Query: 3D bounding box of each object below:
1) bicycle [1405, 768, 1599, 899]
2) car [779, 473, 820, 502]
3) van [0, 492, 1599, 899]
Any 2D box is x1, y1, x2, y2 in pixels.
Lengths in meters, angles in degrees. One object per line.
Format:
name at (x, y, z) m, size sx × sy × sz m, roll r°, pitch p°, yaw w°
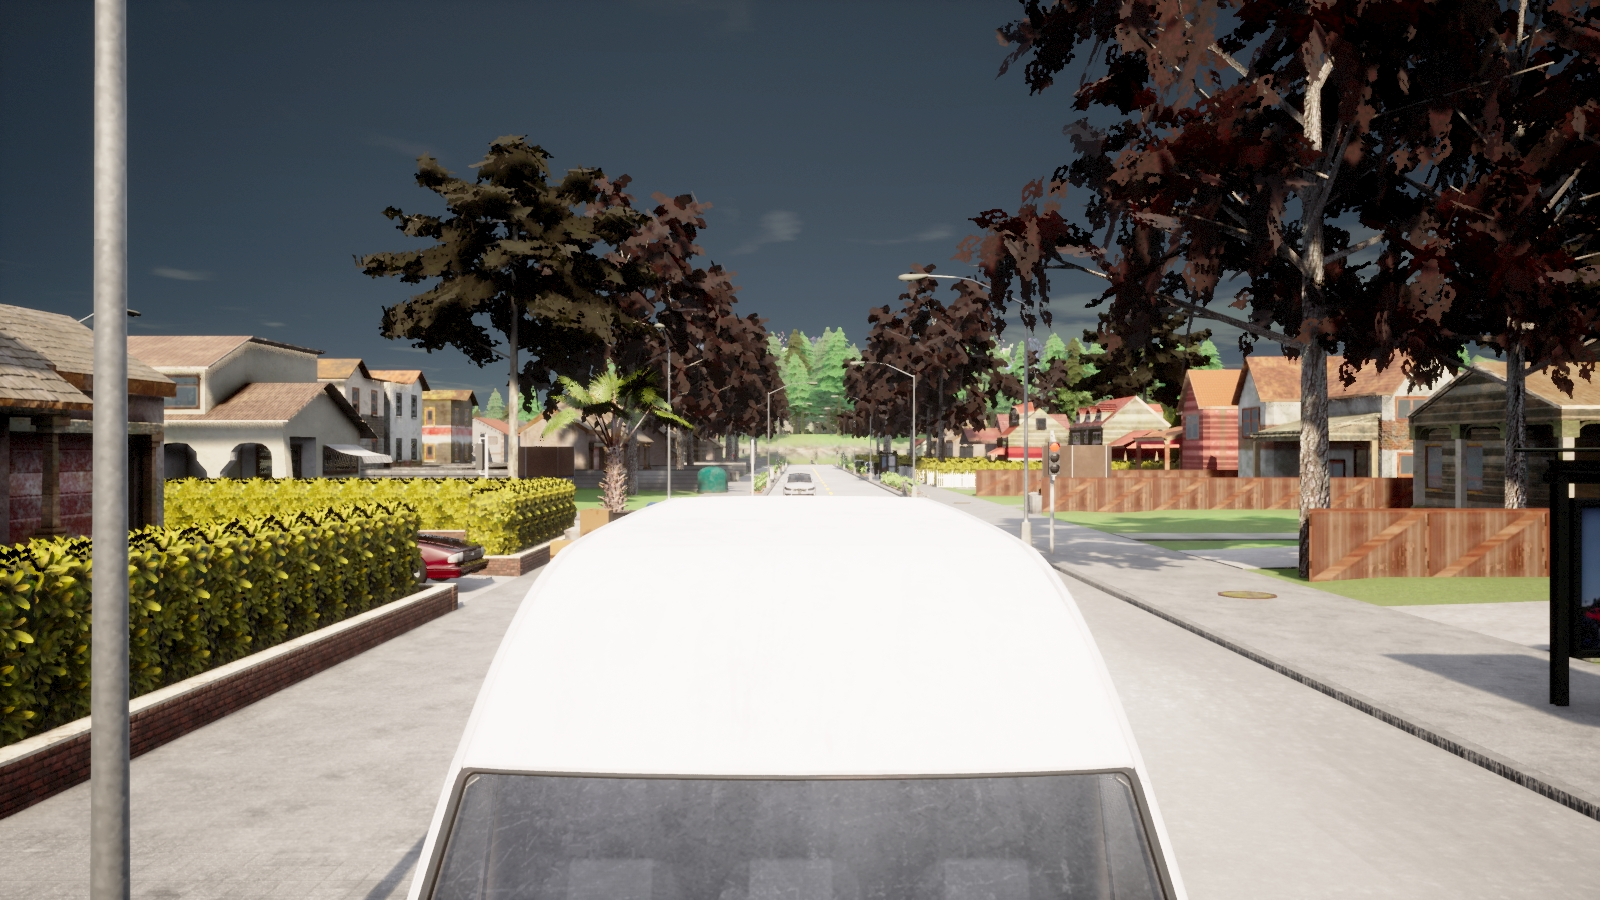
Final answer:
bicycle at (2.687, 2.062, 3.843) m, size 0.329 × 1.471 × 1.835 m, roll 0°, pitch 0°, yaw 0°
car at (-0.024, 2.087, 64.511) m, size 2.231 × 1.480 × 4.892 m, roll 0°, pitch 0°, yaw 0°
van at (0.002, 1.537, 4.030) m, size 1.988 × 2.561 × 5.915 m, roll 0°, pitch 0°, yaw 0°
